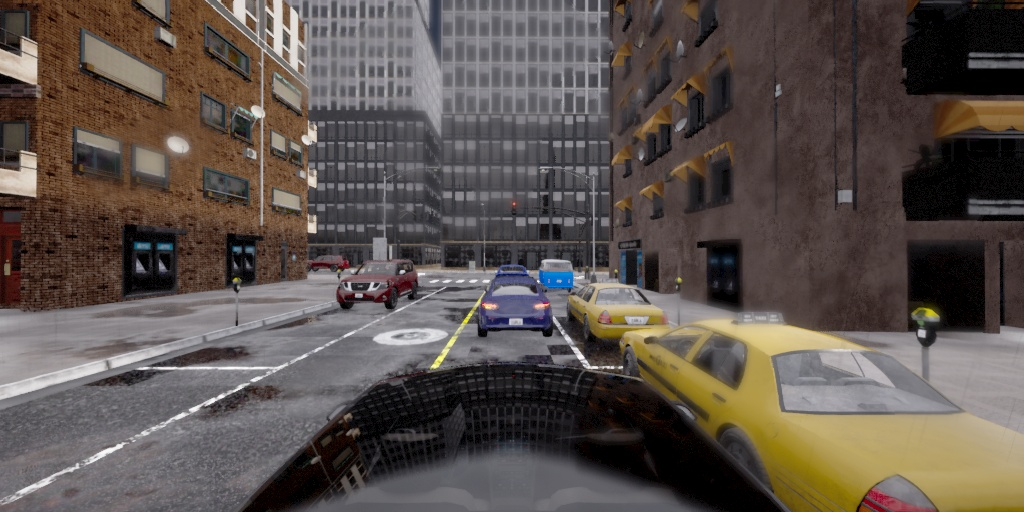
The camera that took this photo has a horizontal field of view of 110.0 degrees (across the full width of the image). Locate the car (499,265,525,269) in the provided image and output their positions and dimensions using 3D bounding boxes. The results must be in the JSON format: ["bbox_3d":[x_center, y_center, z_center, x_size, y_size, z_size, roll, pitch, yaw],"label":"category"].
[{"bbox_3d":[0.007,1.232,20.424,1.882,1.535,5.008,0,0,0],"label":"car"}]

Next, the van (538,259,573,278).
[{"bbox_3d":[2.468,1.095,20.755,1.690,1.789,3.998,0,0,0],"label":"van"}]

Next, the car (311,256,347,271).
[{"bbox_3d":[-21.095,0.862,40.581,5.009,1.841,2.192,0,0,-1],"label":"car"}]

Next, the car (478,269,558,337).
[{"bbox_3d":[0.061,1.277,10.163,1.812,1.442,4.674,0,0,-1],"label":"car"}]

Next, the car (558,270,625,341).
[{"bbox_3d":[2.532,1.277,9.645,1.751,1.417,4.829,0,0,0],"label":"car"}]

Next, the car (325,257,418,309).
[{"bbox_3d":[-5.379,1.067,15.070,2.192,1.841,5.009,0,0,0],"label":"car"}]

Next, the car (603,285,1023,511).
[{"bbox_3d":[2.565,1.275,4.005,1.751,1.417,4.829,0,0,0],"label":"car"}]

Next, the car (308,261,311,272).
[{"bbox_3d":[-21.007,1.083,32.442,4.207,1.307,1.802,0,0,-1],"label":"car"}]
